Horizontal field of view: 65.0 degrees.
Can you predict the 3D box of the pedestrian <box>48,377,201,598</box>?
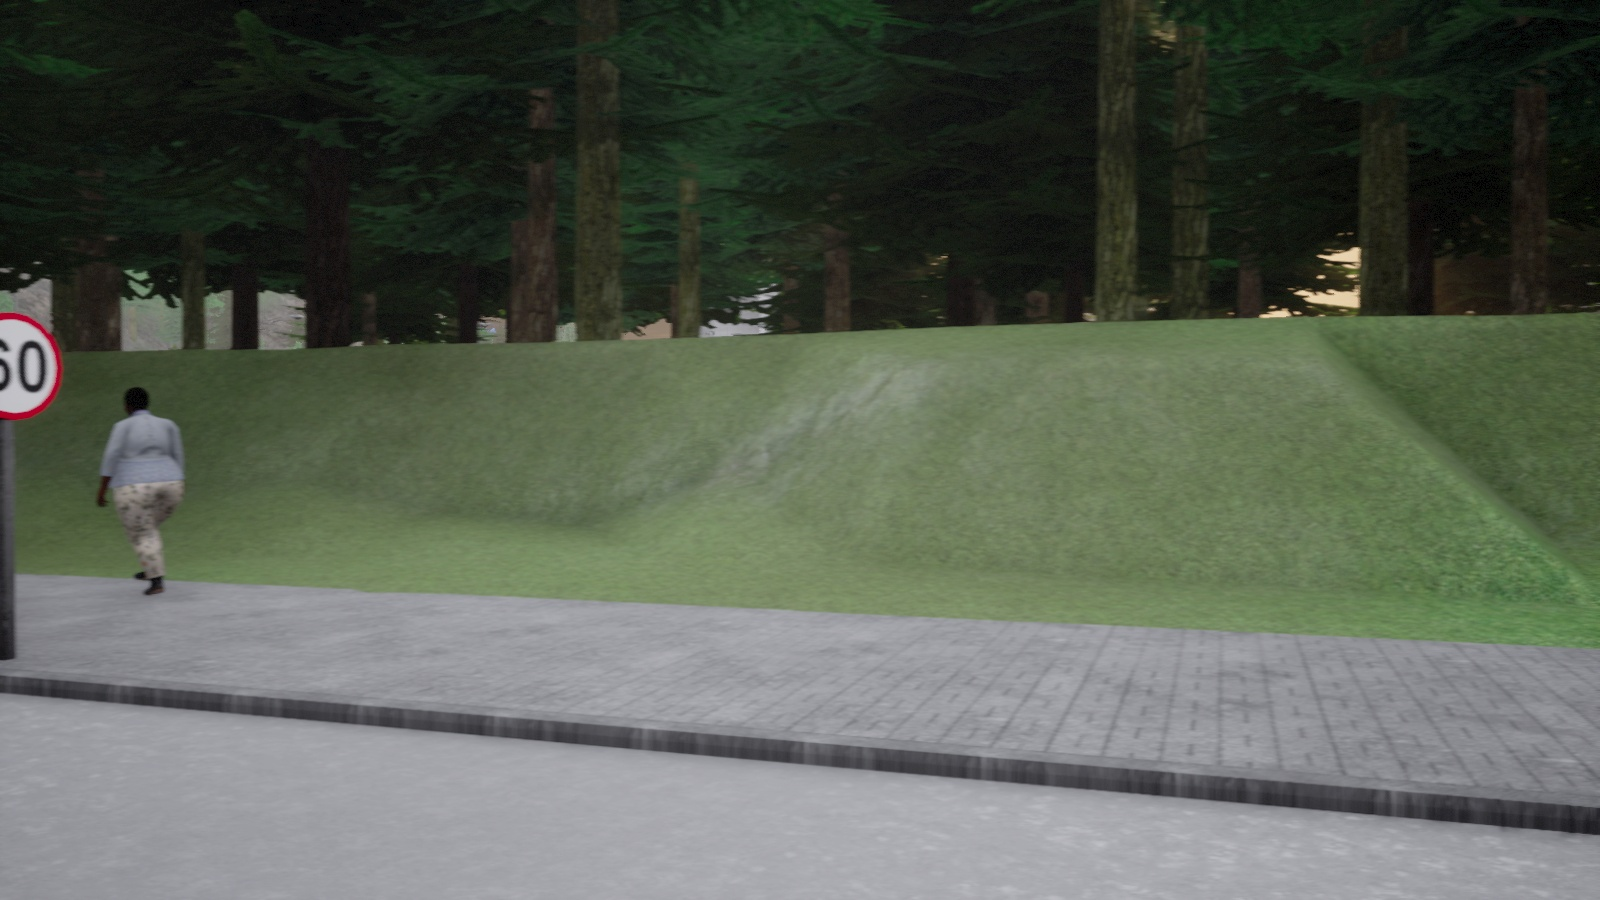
[{"bbox_3d":[-6.012,0.306,11.189,0.900,1.855,0.874,1,1,34],"label":"pedestrian"}]
